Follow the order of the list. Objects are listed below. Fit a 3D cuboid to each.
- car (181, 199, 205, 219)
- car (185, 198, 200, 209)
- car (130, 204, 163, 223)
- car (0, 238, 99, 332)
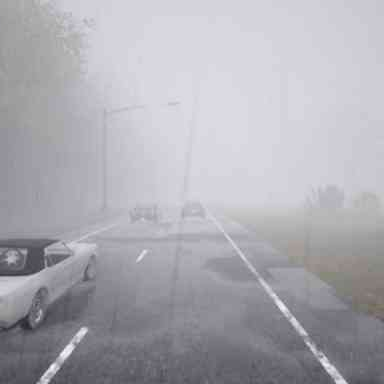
[{"bbox_3d":[0.111,1.499,28.705,1.994,1.385,4.181,0,0,0],"label":"car"},{"bbox_3d":[0.078,1.504,43.660,1.895,1.301,4.718,0,0,0],"label":"car"},{"bbox_3d":[-3.289,1.544,24.892,1.895,1.301,4.718,0,0,1],"label":"car"},{"bbox_3d":[-3.399,1.585,6.785,1.895,1.301,4.718,0,0,0],"label":"car"}]
